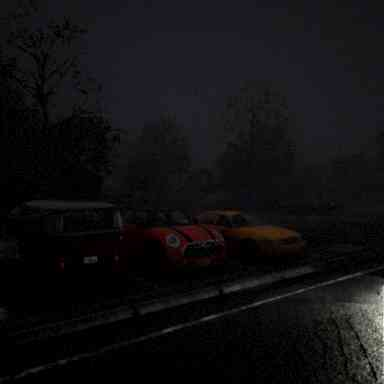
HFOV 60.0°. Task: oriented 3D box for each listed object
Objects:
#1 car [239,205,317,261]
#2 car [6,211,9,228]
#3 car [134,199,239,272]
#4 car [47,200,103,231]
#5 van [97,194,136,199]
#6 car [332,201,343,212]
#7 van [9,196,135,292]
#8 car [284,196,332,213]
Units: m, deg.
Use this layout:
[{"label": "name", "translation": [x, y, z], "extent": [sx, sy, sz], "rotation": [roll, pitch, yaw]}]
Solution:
[{"label": "car", "translation": [1.548, 1.361, 12.185], "extent": [1.946, 1.575, 5.366], "rotation": [-1, 0, -36]}, {"label": "car", "translation": [-9.741, 1.414, 19.628], "extent": [1.946, 1.575, 5.366], "rotation": [-1, 1, -36]}, {"label": "car", "translation": [-0.946, 1.265, 10.654], "extent": [2.185, 1.767, 4.553], "rotation": [-1, 0, -36]}, {"label": "car", "translation": [-7.581, 1.383, 21.183], "extent": [1.946, 1.575, 5.366], "rotation": [-1, 0, -36]}, {"label": "van", "translation": [-5.140, 1.134, 22.571], "extent": [1.878, 1.987, 4.442], "rotation": [-1, 0, -36]}, {"label": "car", "translation": [14.228, 1.283, 36.690], "extent": [2.185, 1.767, 4.553], "rotation": [1, 0, -36]}, {"label": "van", "translation": [-3.461, 1.205, 8.946], "extent": [1.878, 1.987, 4.442], "rotation": [-1, 1, -36]}, {"label": "car", "translation": [11.681, 1.425, 34.799], "extent": [2.002, 1.452, 4.674], "rotation": [1, 0, -36]}]
